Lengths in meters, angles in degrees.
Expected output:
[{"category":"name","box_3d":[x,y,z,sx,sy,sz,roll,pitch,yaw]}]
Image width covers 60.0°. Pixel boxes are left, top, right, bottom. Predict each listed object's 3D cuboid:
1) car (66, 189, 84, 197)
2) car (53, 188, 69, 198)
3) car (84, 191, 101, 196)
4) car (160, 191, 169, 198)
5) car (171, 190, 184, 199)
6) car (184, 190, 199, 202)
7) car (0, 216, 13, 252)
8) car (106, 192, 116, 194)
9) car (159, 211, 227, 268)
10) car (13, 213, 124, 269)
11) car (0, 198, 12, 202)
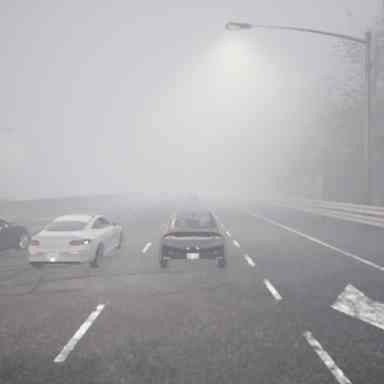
[{"category":"car","box_3d":[-24.282,0.577,70.946,2.033,1.411,5.357,0,1,0]},{"category":"car","box_3d":[-27.621,0.269,70.924,2.150,2.045,5.566,0,1,2]},{"category":"car","box_3d":[-20.782,0.530,70.934,1.837,1.490,4.892,0,1,0]},{"category":"car","box_3d":[-6.753,0.593,80.092,1.812,1.442,4.674,0,1,0]},{"category":"car","box_3d":[-3.284,0.773,70.201,1.895,1.301,4.718,0,1,0]},{"category":"car","box_3d":[0.166,0.854,53.871,2.128,1.511,4.902,0,1,0]},{"category":"car","box_3d":[-6.967,1.395,10.516,1.837,1.490,4.892,0,1,0]},{"category":"car","box_3d":[-17.282,0.618,70.895,1.895,1.301,4.718,0,1,0]},{"category":"car","box_3d":[0.035,1.363,10.770,2.128,1.511,4.902,0,1,0]},{"category":"car","box_3d":[-3.469,1.406,10.612,1.812,1.442,4.674,0,1,0]},{"category":"car","box_3d":[-17.486,1.232,29.647,2.033,1.411,5.357,0,1,0]}]
